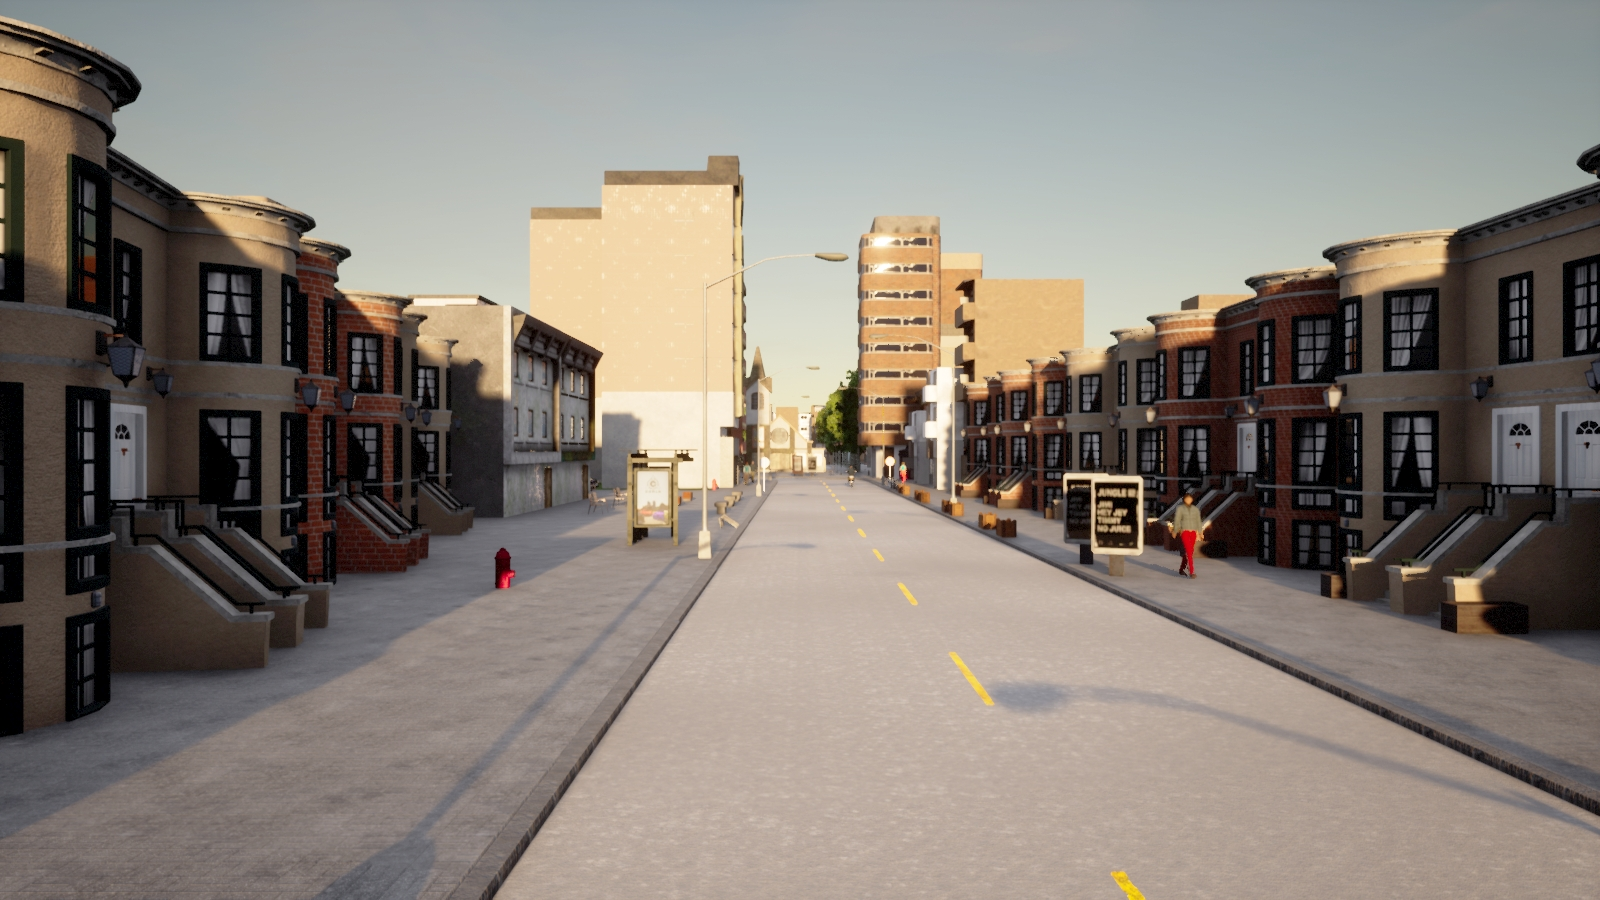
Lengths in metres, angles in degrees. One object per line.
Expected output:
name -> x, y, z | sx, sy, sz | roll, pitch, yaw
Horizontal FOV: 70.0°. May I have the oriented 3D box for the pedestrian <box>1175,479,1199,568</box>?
pedestrian -> 8.154, 1.535, 24.073 | 0.375, 1.860, 0.375 | 0, 0, 1
